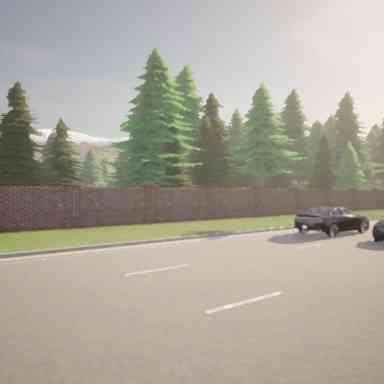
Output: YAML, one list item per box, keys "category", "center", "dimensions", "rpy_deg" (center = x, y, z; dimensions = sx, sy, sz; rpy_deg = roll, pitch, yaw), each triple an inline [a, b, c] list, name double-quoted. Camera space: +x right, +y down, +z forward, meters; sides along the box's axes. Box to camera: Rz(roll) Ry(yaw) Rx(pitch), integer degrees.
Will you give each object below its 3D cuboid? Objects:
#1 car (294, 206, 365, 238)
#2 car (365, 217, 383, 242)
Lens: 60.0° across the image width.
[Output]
- category: "car"
  center: [7.489, 1.495, 17.691]
  dimensions: [4.902, 1.511, 2.128]
  rpy_deg: [0, 0, -35]
- category: "car"
  center: [10.123, 1.568, 15.271]
  dimensions: [4.181, 1.385, 1.994]
  rpy_deg: [0, 0, -35]
